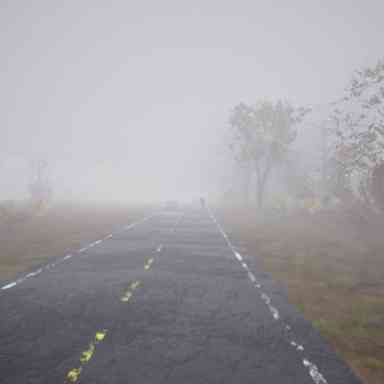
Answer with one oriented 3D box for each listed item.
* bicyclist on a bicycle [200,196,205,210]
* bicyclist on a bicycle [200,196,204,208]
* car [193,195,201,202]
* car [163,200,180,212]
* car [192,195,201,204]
[{"bbox_3d":[1.451,1.606,42.664,0.582,1.620,1.656,0,-1,1],"label":"bicyclist on a bicycle"},{"bbox_3d":[1.583,1.554,51.805,0.659,1.776,1.843,-1,0,1],"label":"bicyclist on a bicycle"},{"bbox_3d":[1.218,1.551,82.423,2.097,1.767,4.553,0,0,1],"label":"car"},{"bbox_3d":[-2.485,1.684,41.400,2.033,1.411,5.357,0,0,1],"label":"car"},{"bbox_3d":[1.079,1.810,72.227,1.994,1.385,4.181,0,0,1],"label":"car"}]
